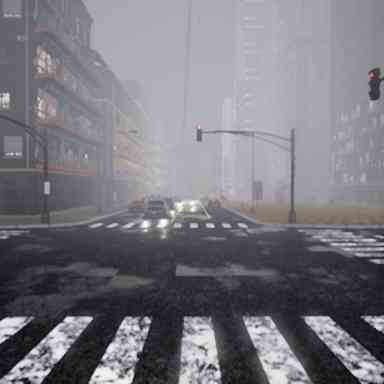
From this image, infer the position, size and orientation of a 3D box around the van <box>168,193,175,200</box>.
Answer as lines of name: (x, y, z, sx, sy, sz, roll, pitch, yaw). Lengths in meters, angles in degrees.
van: (-5.669, 1.221, 92.144, 1.690, 1.788, 3.998, -1, 0, 0)

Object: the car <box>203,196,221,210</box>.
car: (2.662, 1.482, 41.359, 1.887, 1.381, 4.507, -1, 0, 0)

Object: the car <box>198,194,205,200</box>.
car: (2.680, 1.406, 92.371, 1.752, 1.417, 4.829, -1, 0, 0)

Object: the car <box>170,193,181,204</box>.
car: (-3.004, 1.439, 61.277, 1.812, 1.442, 4.674, 0, 0, 0)

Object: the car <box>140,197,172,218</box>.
car: (-3.088, 1.459, 29.625, 1.837, 1.490, 4.892, 0, 0, 0)

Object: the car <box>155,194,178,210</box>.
car: (-3.079, 1.416, 41.214, 1.882, 1.535, 5.008, 0, 0, 0)

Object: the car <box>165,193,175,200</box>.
car: (-5.672, 1.201, 86.497, 2.192, 1.841, 5.009, -1, 0, 0)

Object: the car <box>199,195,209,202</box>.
car: (2.675, 1.443, 75.253, 1.887, 1.381, 4.507, -1, 0, 0)

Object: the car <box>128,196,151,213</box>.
car: (-5.687, 1.490, 35.656, 1.887, 1.381, 4.507, -1, 0, 0)

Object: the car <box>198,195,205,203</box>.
car: (2.670, 1.461, 63.955, 2.008, 1.369, 4.403, -1, 0, 0)

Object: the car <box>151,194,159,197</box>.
car: (-5.687, 1.378, 41.305, 1.967, 1.590, 4.097, -1, 0, 0)

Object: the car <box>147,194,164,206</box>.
car: (-5.684, 1.239, 52.603, 2.192, 1.841, 5.009, -1, 0, 0)
